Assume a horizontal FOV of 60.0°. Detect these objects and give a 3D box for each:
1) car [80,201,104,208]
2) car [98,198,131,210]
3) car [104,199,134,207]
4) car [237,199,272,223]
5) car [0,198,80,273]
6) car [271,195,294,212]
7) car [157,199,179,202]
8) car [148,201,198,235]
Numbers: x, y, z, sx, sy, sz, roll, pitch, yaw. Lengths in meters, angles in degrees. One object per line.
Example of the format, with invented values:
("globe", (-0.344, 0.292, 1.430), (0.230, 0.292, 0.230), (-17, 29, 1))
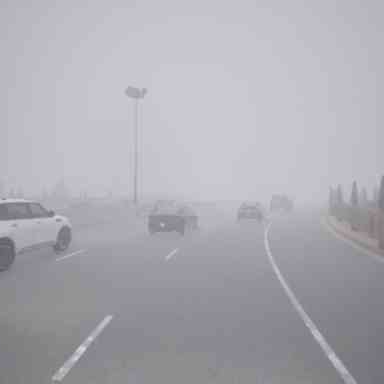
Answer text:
("car", (-9.682, 1.500, 27.499), (1.882, 1.535, 5.008), (0, 0, 17))
("car", (-10.386, 1.618, 45.060), (1.812, 1.442, 4.674), (0, 0, 25))
("car", (-8.532, 1.581, 40.660), (1.837, 1.490, 4.892), (0, -1, 24))
("car", (4.832, 1.534, 26.362), (2.128, 1.511, 4.902), (0, 0, 18))
("car", (-6.025, 1.212, 10.814), (2.150, 2.045, 5.566), (0, 0, 7))
("car", (11.053, 1.334, 40.868), (2.150, 2.045, 5.566), (0, 0, 25))
("car", (-1.796, 1.391, 28.507), (2.097, 1.767, 4.553), (0, 0, 18))
("car", (-0.935, 1.493, 19.037), (1.882, 1.535, 5.008), (0, 0, 13))
